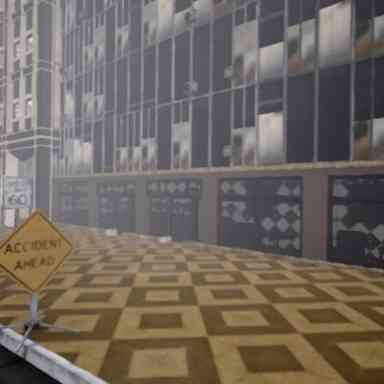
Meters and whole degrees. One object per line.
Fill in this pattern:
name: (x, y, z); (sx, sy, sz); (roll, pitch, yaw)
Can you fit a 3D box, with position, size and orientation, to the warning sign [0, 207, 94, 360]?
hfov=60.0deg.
warning sign: (-2.372, 1.182, 5.016); (1.060, 1.860, 1.300); (1, -1, 38)
